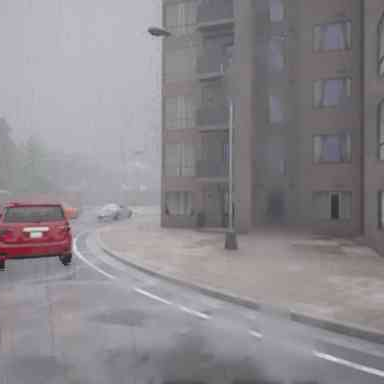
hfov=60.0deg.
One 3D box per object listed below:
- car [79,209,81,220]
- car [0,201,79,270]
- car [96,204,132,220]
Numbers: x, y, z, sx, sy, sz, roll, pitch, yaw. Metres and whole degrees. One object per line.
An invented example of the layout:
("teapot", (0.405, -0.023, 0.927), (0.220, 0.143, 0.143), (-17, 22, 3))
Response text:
("car", (-11.202, 1.582, 28.108), (2.097, 1.767, 4.553), (0, 0, 7))
("car", (-5.601, 1.314, 11.712), (2.150, 2.045, 5.566), (0, 0, -27))
("car", (-7.147, 1.804, 30.824), (1.812, 1.442, 4.674), (0, -1, 13))
